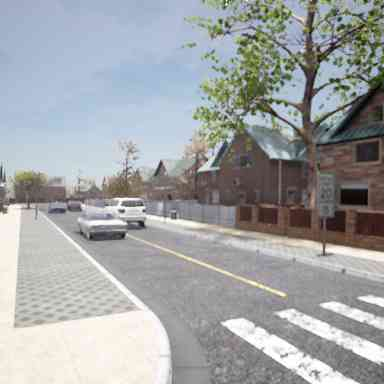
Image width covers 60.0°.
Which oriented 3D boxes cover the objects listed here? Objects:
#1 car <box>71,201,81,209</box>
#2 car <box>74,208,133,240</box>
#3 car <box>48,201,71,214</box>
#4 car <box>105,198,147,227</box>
[{"bbox_3d":[-17.643,2.026,49.394,2.128,1.511,4.902,1,-1,-27],"label":"car"},{"bbox_3d":[-4.988,1.750,18.136,1.895,1.301,4.718,1,-1,-27],"label":"car"},{"bbox_3d":[-16.940,1.944,41.733,2.033,1.411,5.357,1,-1,-27],"label":"car"},{"bbox_3d":[-5.146,1.488,24.947,2.150,2.045,5.566,1,-1,-27],"label":"car"}]
